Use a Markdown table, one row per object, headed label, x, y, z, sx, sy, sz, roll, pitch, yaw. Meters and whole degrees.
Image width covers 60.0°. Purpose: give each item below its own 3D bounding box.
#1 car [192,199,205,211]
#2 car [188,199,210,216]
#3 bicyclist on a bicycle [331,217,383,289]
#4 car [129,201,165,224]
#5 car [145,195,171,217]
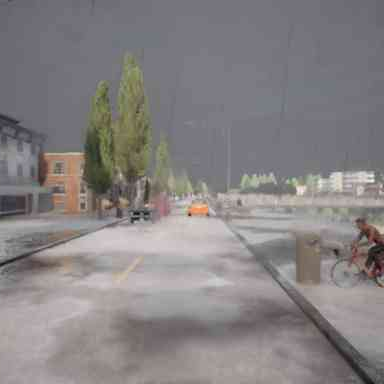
| label | x | y | z | sx | sy | sz | roll | pitch | yaw |
| --- | --- | --- | --- | --- | --- | --- | --- | --- | --- |
| car | 0.958 | 1.759 | 46.698 | 1.812 | 1.442 | 4.674 | 0 | 0 | 2 |
| car | 0.729 | 1.524 | 34.461 | 2.097 | 1.767 | 4.553 | 0 | 0 | 2 |
| bicyclist on a bicycle | 3.974 | 1.403 | 7.535 | 1.656 | 1.620 | 0.582 | 1 | 0 | 1 |
| car | -3.512 | 1.624 | 25.657 | 1.895 | 1.301 | 4.718 | 0 | 0 | 1 |
| car | -3.385 | 1.369 | 33.539 | 2.150 | 2.045 | 5.566 | 0 | 0 | 2 |
